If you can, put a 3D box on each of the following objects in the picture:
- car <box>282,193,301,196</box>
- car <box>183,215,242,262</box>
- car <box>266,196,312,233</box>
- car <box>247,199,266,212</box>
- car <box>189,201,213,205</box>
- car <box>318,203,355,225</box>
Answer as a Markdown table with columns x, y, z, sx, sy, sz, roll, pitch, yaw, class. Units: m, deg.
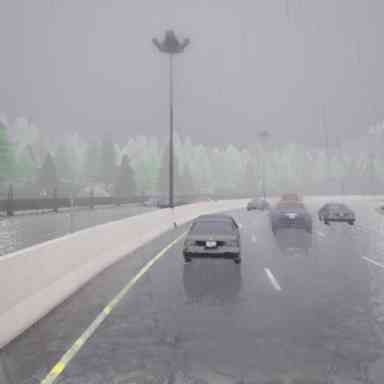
| x | y | z | sx | sy | sz | roll | pitch | yaw | class |
| --- | --- | --- | --- | --- | --- | --- | --- | --- | --- |
| 11.381 | 1.139 | 37.753 | 2.150 | 2.045 | 5.566 | 0 | 0 | 23 | car |
| 0.827 | 1.520 | 11.996 | 2.033 | 1.411 | 5.357 | 0 | 0 | 6 | car |
| 5.649 | 1.309 | 19.508 | 2.097 | 1.767 | 4.553 | 0 | 0 | 11 | car |
| 7.615 | 1.464 | 37.875 | 2.033 | 1.411 | 5.357 | 0 | 0 | 23 | car |
| 1.079 | 1.261 | 40.673 | 2.097 | 1.767 | 4.553 | 0 | 0 | 23 | car |
| 10.103 | 1.497 | 23.506 | 2.033 | 1.411 | 5.357 | 0 | 0 | 15 | car |
